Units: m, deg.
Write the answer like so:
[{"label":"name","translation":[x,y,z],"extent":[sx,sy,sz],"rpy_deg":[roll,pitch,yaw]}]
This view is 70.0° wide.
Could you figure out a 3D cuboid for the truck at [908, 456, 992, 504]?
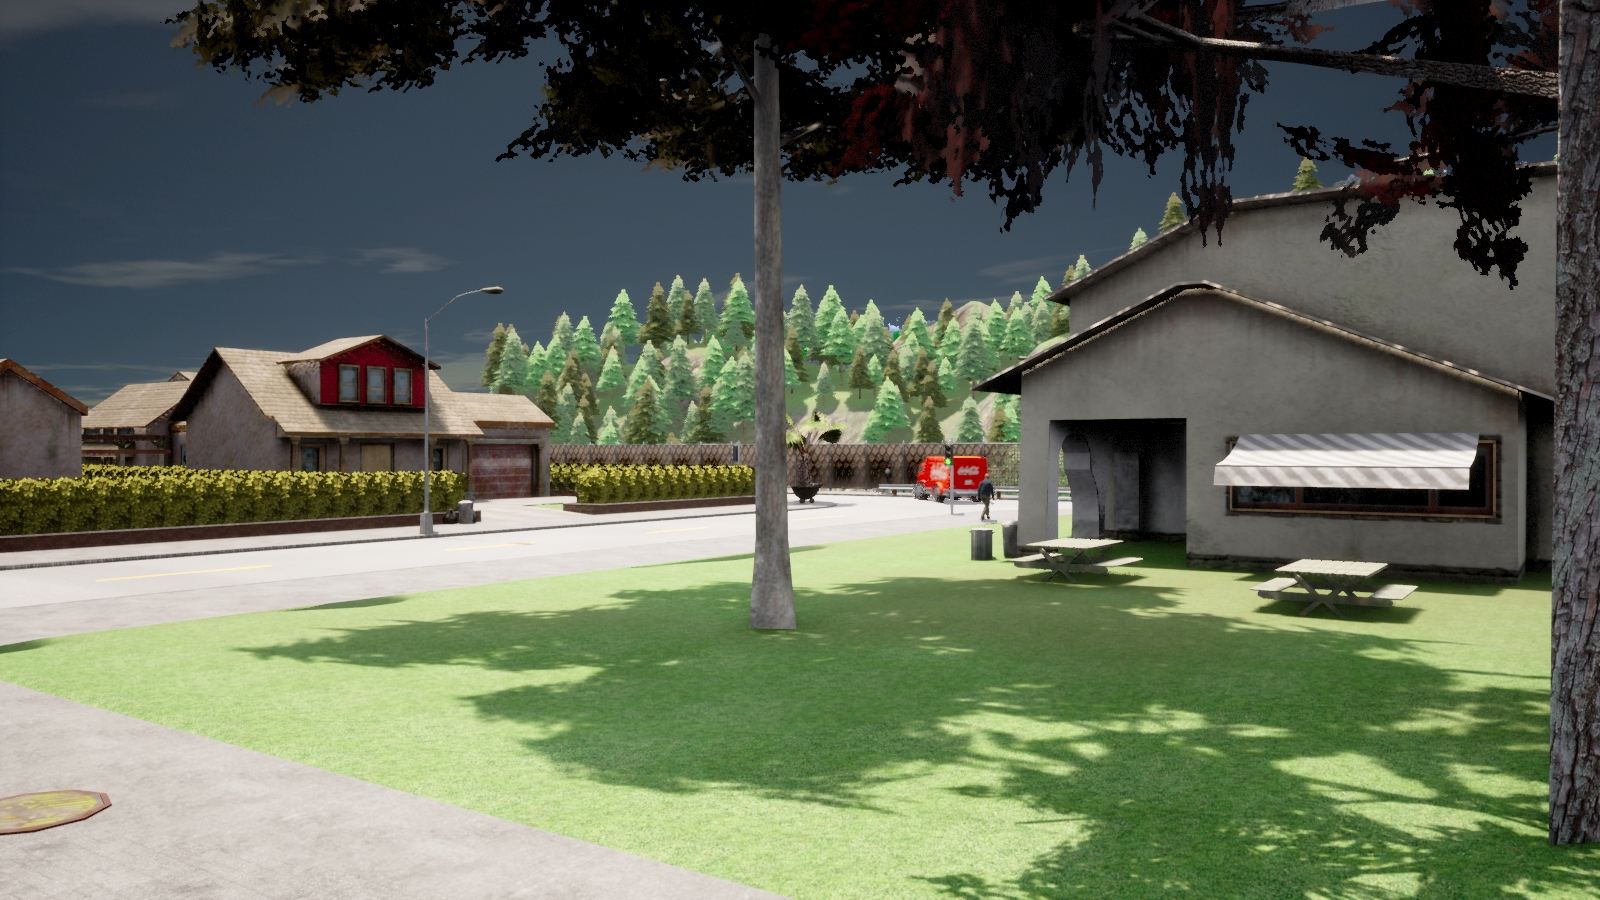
[{"label":"truck","translation":[8.069,1.568,61.975],"extent":[2.627,2.467,5.204],"rpy_deg":[0,0,-16]}]

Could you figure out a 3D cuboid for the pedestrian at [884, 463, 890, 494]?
[{"label":"pedestrian","translation":[5.295,1.745,69.555],"extent":[0.375,1.860,0.375],"rpy_deg":[0,0,-3]}]

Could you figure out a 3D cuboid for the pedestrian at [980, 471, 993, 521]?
[{"label":"pedestrian","translation":[7.063,1.737,43.230],"extent":[0.375,1.860,0.375],"rpy_deg":[0,0,35]}]
